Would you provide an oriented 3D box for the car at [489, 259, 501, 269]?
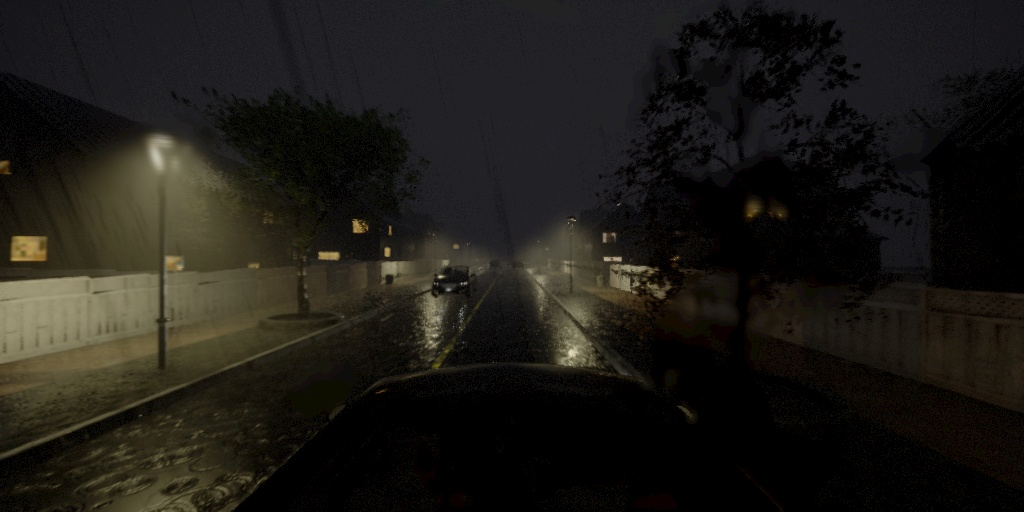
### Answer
[{"bbox_3d":[-2.798,1.313,60.504,1.882,1.535,5.008,0,0,1],"label":"car"}]

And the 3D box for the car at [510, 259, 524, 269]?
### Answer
[{"bbox_3d":[0.952,1.309,58.059,1.882,1.535,5.008,0,0,0],"label":"car"}]

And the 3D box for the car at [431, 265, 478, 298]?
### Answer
[{"bbox_3d":[-2.853,1.253,18.605,2.128,1.511,4.902,0,0,0],"label":"car"}]
